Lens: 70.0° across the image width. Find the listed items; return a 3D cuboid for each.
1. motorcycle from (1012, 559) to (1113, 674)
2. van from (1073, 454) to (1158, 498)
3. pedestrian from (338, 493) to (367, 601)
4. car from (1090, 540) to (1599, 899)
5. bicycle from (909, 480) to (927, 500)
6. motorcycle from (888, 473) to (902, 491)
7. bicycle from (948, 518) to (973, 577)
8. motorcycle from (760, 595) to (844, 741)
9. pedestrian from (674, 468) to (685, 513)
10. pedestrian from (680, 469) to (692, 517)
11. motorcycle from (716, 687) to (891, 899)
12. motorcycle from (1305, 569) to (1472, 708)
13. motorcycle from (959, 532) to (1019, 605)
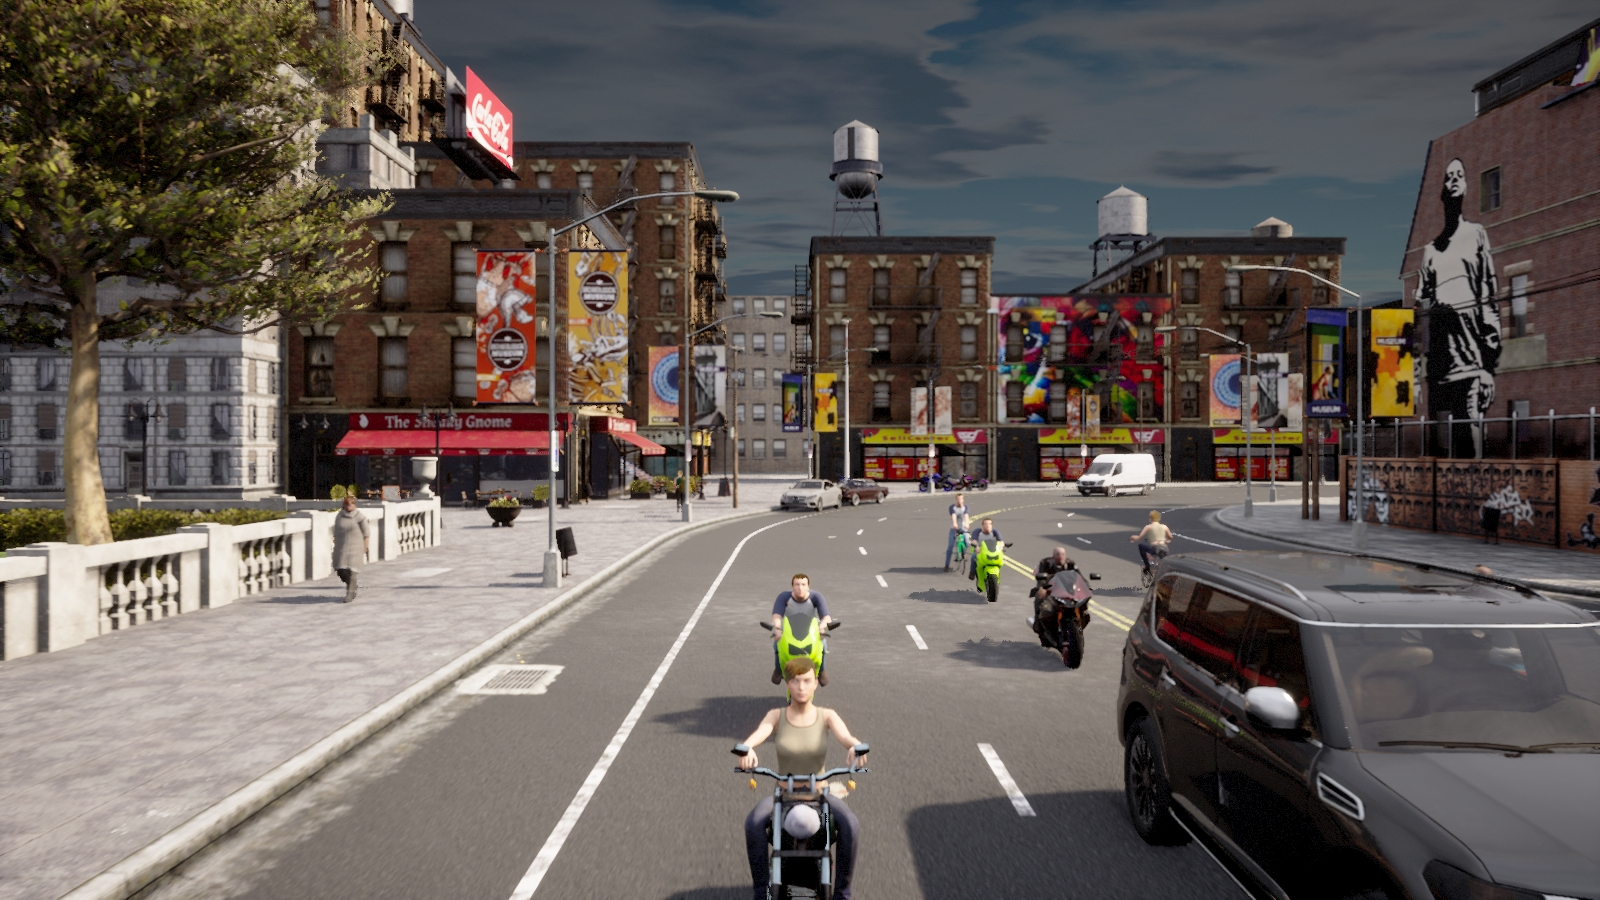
[{"bbox_3d":[3.510,2.205,15.501,0.867,1.251,2.209,0,0,0],"label":"motorcycle"},{"bbox_3d":[19.140,1.535,69.131,5.915,2.561,1.988,0,-1,-41],"label":"van"},{"bbox_3d":[-7.838,1.696,20.029,0.375,1.860,0.375,0,0,-3],"label":"pedestrian"},{"bbox_3d":[3.472,1.778,6.665,2.150,2.045,5.566,0,0,0],"label":"car"},{"bbox_3d":[6.689,2.257,64.662,0.859,1.080,1.487,0,0,0],"label":"bicycle"},{"bbox_3d":[6.525,2.183,78.415,0.856,1.236,1.805,0,0,0],"label":"motorcycle"},{"bbox_3d":[3.668,2.206,26.171,0.373,1.196,1.643,0,0,1],"label":"bicycle"},{"bbox_3d":[0.024,2.213,11.951,0.803,1.145,2.033,0,0,0],"label":"motorcycle"},{"bbox_3d":[-5.069,1.699,48.062,0.375,1.860,0.375,0,0,8],"label":"pedestrian"},{"bbox_3d":[-4.500,1.697,45.260,0.375,1.860,0.375,0,0,12],"label":"pedestrian"},{"bbox_3d":[0.016,2.170,6.184,0.764,1.277,2.356,0,0,0],"label":"motorcycle"},{"bbox_3d":[6.913,2.170,13.582,0.764,1.277,2.356,0,0,0],"label":"motorcycle"},{"bbox_3d":[3.547,2.212,21.622,0.803,1.145,2.033,0,1,0],"label":"motorcycle"}]
